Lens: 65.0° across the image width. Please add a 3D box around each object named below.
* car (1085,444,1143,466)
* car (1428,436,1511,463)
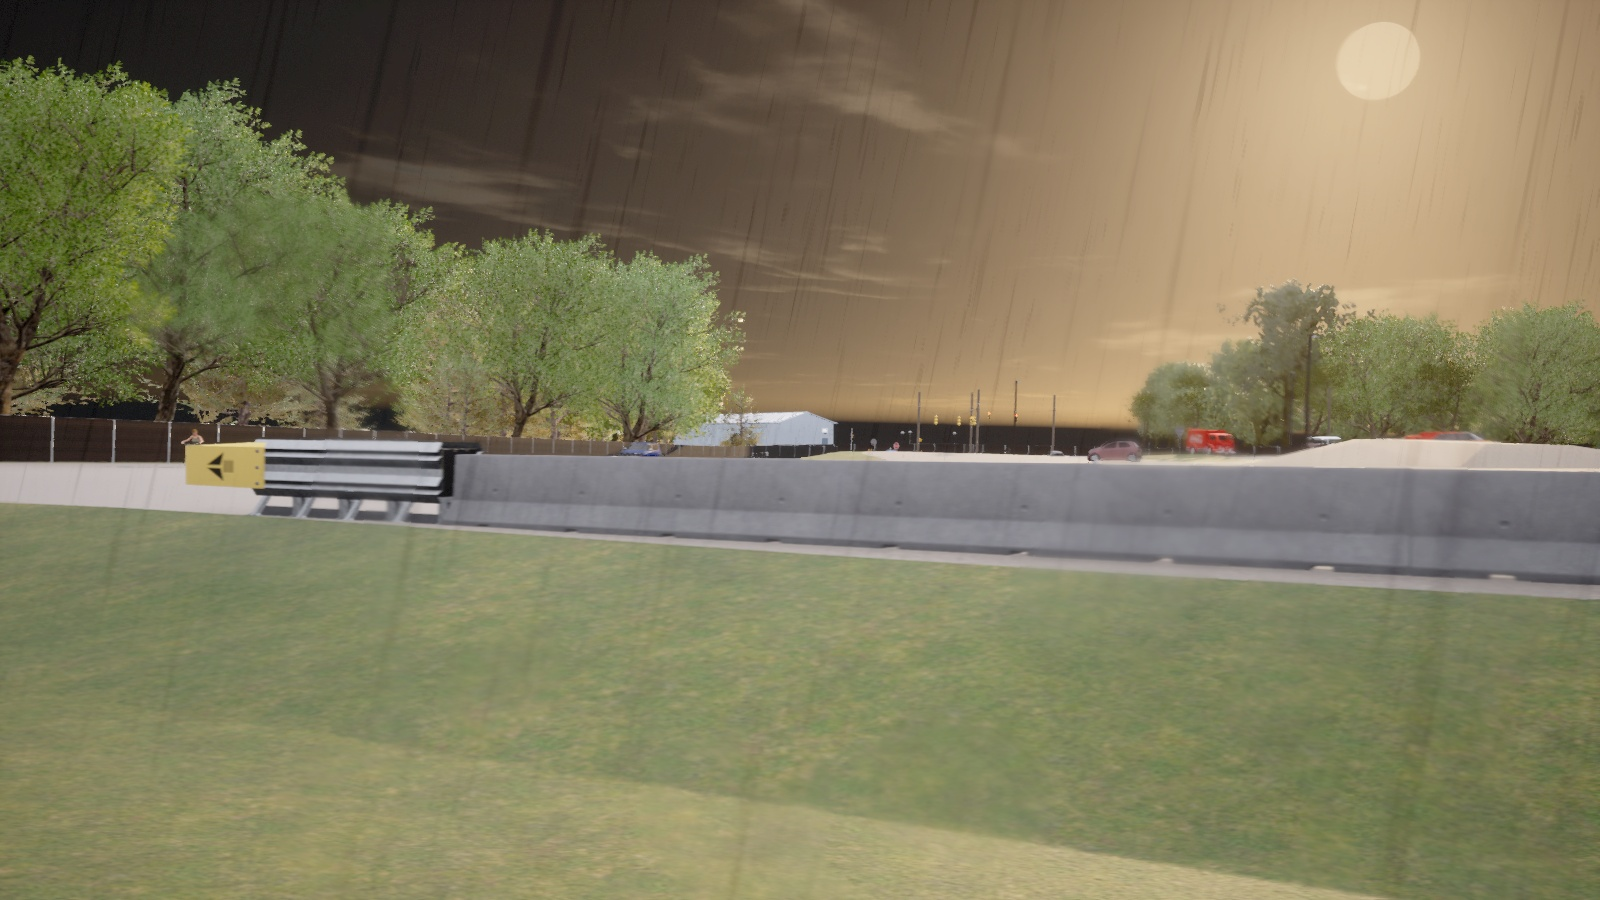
[{"bbox_3d":[21.606,0.357,86.424,3.633,1.501,1.845,-1,-2,24],"label":"car"},{"bbox_3d":[45.346,-0.011,85.090,4.553,1.767,2.097,0,0,44],"label":"car"}]
